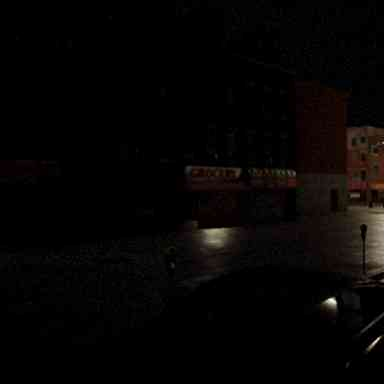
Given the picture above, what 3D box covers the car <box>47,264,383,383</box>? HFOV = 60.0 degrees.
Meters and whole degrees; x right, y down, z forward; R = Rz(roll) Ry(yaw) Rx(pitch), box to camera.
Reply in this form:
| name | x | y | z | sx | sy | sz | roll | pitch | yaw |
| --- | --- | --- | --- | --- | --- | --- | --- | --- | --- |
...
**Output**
| name | x | y | z | sx | sy | sz | roll | pitch | yaw |
| --- | --- | --- | --- | --- | --- | --- | --- | --- | --- |
| car | 0.766 | 1.545 | 3.362 | 4.313 | 1.339 | 1.947 | -1 | 0 | -36 |
